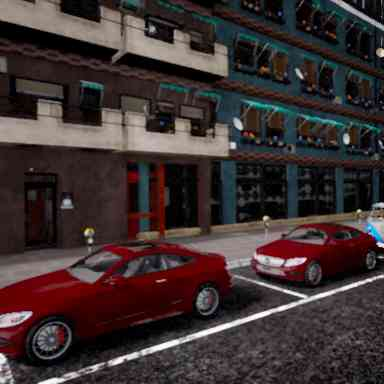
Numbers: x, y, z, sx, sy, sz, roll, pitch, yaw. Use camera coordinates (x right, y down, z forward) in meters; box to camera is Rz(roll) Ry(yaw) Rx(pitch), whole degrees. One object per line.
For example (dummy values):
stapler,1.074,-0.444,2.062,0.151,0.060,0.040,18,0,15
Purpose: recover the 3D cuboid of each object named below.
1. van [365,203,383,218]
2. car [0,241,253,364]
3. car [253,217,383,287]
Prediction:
van,8.073,1.242,12.339,3.998,1.788,1.690,0,0,-36
car,-1.138,1.564,5.755,4.206,1.307,1.802,-1,0,-36
car,3.468,1.523,9.047,4.206,1.307,1.802,-1,0,-36
